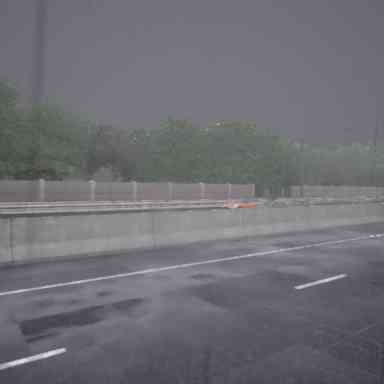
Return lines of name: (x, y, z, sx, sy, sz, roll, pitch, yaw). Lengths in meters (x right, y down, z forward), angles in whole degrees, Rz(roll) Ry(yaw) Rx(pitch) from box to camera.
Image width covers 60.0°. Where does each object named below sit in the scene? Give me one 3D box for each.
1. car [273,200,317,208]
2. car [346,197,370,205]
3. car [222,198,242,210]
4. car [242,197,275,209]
car: (9.113, 1.557, 27.694, 4.181, 1.385, 1.994, 0, 0, -35)
car: (25.831, 1.495, 51.634, 4.892, 1.490, 1.837, 0, 0, -38)
car: (5.211, 1.346, 33.509, 4.553, 1.767, 2.097, 0, 0, -35)
car: (7.333, 1.485, 30.725, 4.902, 1.511, 2.128, 0, 0, -35)
